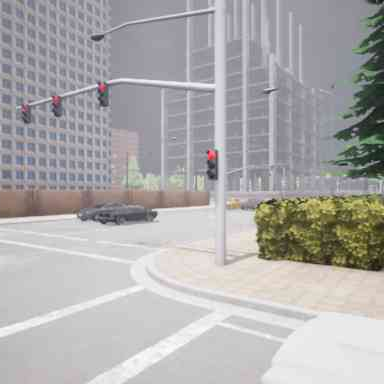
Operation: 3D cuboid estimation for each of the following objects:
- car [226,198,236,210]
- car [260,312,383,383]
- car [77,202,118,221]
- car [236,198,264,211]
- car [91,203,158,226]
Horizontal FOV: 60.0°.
[{"bbox_3d":[5.150,1.552,44.165,1.882,1.535,5.008,0,0,36],"label":"car"},{"bbox_3d":[2.774,1.600,1.989,4.718,1.301,1.895,0,0,36],"label":"car"},{"bbox_3d":[-7.050,1.578,27.172,1.837,1.490,4.892,0,0,35],"label":"car"},{"bbox_3d":[7.843,1.579,41.919,1.837,1.490,4.892,0,-1,36],"label":"car"},{"bbox_3d":[-4.699,1.672,24.440,1.895,1.301,4.718,0,0,35],"label":"car"}]
